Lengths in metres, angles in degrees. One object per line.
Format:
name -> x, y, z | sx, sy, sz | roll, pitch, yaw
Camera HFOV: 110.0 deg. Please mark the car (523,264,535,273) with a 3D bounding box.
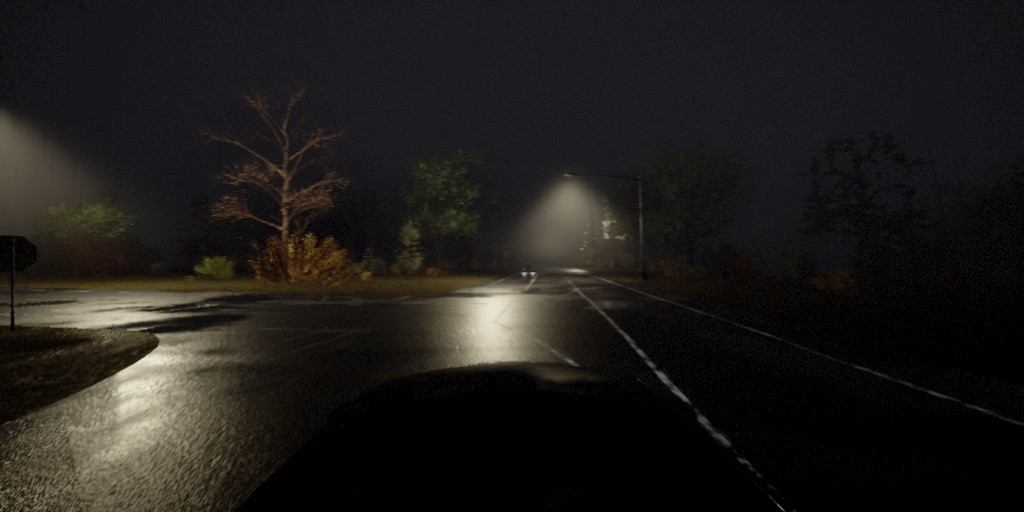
car -> 3.006, 2.217, 64.007 | 1.837, 1.490, 4.892 | -2, -1, 7
